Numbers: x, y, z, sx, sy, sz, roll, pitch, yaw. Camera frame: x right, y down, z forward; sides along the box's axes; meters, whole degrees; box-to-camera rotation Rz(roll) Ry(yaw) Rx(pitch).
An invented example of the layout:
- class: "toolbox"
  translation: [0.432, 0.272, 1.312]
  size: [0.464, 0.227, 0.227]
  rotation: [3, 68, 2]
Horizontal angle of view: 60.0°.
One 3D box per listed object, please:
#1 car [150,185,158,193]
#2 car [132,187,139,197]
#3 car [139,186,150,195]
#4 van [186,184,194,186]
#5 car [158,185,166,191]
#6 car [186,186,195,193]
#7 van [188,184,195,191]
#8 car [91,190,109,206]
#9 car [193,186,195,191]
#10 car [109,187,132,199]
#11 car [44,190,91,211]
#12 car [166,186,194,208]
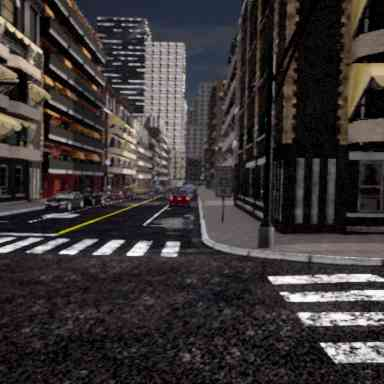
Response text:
- class: "car"
  translation: [-8.801, -0.557, 69.255]
  size: [1.802, 1.307, 4.206]
  rotation: [1, 2, 1]
- class: "car"
  translation: [-9.154, 0.046, 47.154]
  size: [1.802, 1.307, 4.206]
  rotation: [1, 2, 1]
- class: "car"
  translation: [-8.979, -0.308, 58.032]
  size: [1.752, 1.417, 4.829]
  rotation: [1, 2, 1]
- class: "van"
  translation: [-0.597, -0.294, 58.064]
  size: [1.690, 1.788, 3.998]
  rotation: [1, 2, 1]
- class: "car"
  translation: [-8.536, -1.035, 85.829]
  size: [2.008, 1.369, 4.403]
  rotation: [1, 2, 1]
- class: "car"
  translation: [-0.336, -0.540, 74.645]
  size: [1.887, 1.381, 4.507]
  rotation: [1, 2, 1]
- class: "van"
  translation: [-0.069, -1.190, 91.215]
  size: [1.690, 1.788, 3.998]
  rotation: [1, 2, 1]
- class: "car"
  translation: [-9.417, 0.486, 30.577]
  size: [1.947, 1.339, 4.313]
  rotation: [1, 2, 1]
- class: "car"
  translation: [-0.776, 0.217, 47.019]
  size: [2.008, 1.369, 4.403]
  rotation: [1, 2, 1]
- class: "car"
  translation: [-9.240, 0.055, 41.624]
  size: [1.967, 1.590, 4.097]
  rotation: [1, 2, 1]
- class: "car"
  translation: [-9.505, 0.623, 25.053]
  size: [2.008, 1.369, 4.403]
  rotation: [1, 2, 1]
- class: "car"
  translation: [-1.039, 0.563, 30.441]
  size: [1.967, 1.590, 4.097]
  rotation: [1, 2, 1]
